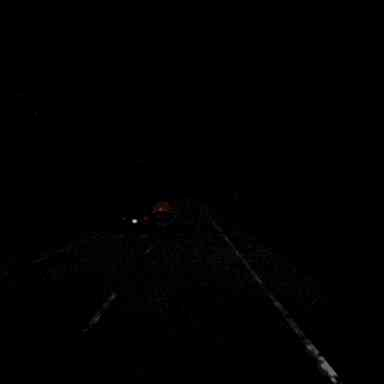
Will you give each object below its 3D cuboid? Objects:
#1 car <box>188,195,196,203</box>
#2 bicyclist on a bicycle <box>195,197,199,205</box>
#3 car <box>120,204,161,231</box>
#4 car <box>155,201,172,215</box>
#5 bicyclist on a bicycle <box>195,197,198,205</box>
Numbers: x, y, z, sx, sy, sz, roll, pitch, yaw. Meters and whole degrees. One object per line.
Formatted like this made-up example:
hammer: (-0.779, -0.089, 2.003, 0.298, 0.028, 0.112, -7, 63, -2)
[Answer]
car: (0.016, 2.262, 92.873, 1.994, 1.385, 4.181, 0, 0, 0)
bicyclist on a bicycle: (0.969, 1.958, 66.983, 0.866, 1.612, 1.509, 0, -1, 0)
car: (-3.395, 1.733, 21.722, 1.994, 1.385, 4.181, 0, 0, 0)
car: (-3.396, 1.778, 38.725, 1.882, 1.535, 5.008, 0, 0, 0)
bicyclist on a bicycle: (0.975, 1.960, 75.737, 0.659, 1.776, 1.843, 0, -1, 0)
